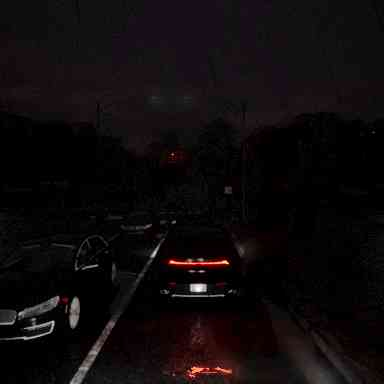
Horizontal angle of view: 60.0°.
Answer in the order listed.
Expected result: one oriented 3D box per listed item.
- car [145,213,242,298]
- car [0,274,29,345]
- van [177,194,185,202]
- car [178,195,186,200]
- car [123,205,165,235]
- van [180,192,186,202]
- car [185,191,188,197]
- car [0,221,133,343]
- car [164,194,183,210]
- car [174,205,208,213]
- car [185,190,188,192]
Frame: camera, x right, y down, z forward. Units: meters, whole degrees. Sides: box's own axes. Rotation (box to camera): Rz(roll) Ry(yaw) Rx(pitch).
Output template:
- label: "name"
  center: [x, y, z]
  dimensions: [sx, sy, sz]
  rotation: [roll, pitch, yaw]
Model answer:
- label: "car"
  center: [0.110, 1.503, 8.490]
  dimensions: [1.837, 1.490, 4.892]
  rotation: [0, 0, 0]
- label: "car"
  center: [-2.658, 1.550, 1.088]
  dimensions: [2.008, 1.369, 4.403]
  rotation: [-2, 0, 0]
- label: "van"
  center: [-2.594, 1.314, 77.445]
  dimensions: [1.690, 1.788, 3.998]
  rotation: [-1, 0, 0]
- label: "car"
  center: [-2.578, 1.443, 88.529]
  dimensions: [2.008, 1.369, 4.403]
  rotation: [-1, 0, 0]
- label: "car"
  center: [-2.644, 1.585, 17.432]
  dimensions: [1.802, 1.307, 4.206]
  rotation: [-2, 0, 0]
- label: "van"
  center: [-2.606, 1.369, 66.365]
  dimensions: [1.690, 1.788, 3.998]
  rotation: [-1, 0, 0]
- label: "car"
  center: [-2.602, 1.319, 71.908]
  dimensions: [2.192, 1.841, 5.009]
  rotation: [-1, 0, 0]
- label: "car"
  center: [-2.654, 1.549, 6.537]
  dimensions: [2.008, 1.369, 4.403]
  rotation: [-2, 0, 0]
- label: "car"
  center: [-2.627, 1.490, 44.209]
  dimensions: [1.967, 1.590, 4.097]
  rotation: [-2, 0, 0]
- label: "car"
  center: [0.145, 1.604, 18.621]
  dimensions: [1.895, 1.301, 4.718]
  rotation: [0, 0, 1]
- label: "car"
  center: [-2.576, 1.146, 94.078]
  dimensions: [2.192, 1.841, 5.009]
  rotation: [-1, 1, 0]
